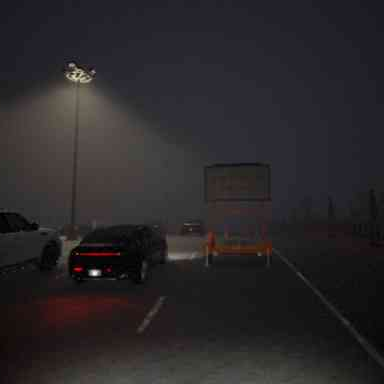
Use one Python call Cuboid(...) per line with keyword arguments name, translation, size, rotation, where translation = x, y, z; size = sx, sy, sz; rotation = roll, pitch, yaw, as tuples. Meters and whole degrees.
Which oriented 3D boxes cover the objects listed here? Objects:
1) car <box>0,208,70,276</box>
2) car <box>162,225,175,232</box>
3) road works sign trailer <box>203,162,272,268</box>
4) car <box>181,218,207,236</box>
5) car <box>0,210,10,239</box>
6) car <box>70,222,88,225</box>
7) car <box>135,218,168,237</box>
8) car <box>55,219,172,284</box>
Cuboid(name="car", translation=(-5.689, 1.445, 8.889), size=(2.150, 2.045, 5.566), rotation=(-1, -2, 6))
Cuboid(name="car", translation=(-5.270, 8.146, 74.176), size=(1.837, 1.490, 4.892), rotation=(-1, -7, 8))
Cuboid(name="road works sign trailer", translation=(1.695, 0.733, 12.359), size=(2.380, 3.560, 2.880), rotation=(-1, -3, 10))
Cuboid(name="car", translation=(0.188, 3.108, 29.544), size=(2.128, 1.511, 4.902), rotation=(-1, -6, 6))
Cuboid(name="car", translation=(-14.957, 2.222, 22.111), size=(2.150, 2.045, 5.566), rotation=(-1, -4, 6))
Cuboid(name="car", translation=(-10.455, 3.374, 30.639), size=(1.895, 1.301, 4.718), rotation=(-1, -6, 6))
Cuboid(name="car", translation=(-3.415, 3.079, 28.837), size=(1.812, 1.442, 4.674), rotation=(-1, -6, 6))
Cuboid(name="car", translation=(-2.011, 1.728, 10.234), size=(1.837, 1.490, 4.892), rotation=(-1, -2, 6))
